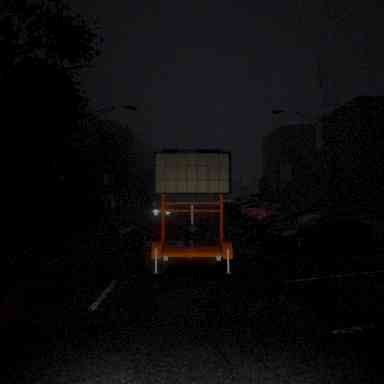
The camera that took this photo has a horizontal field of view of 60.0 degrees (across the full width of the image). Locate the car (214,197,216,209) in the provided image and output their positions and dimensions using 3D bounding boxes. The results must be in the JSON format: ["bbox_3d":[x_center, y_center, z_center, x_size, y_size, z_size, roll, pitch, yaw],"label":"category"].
[{"bbox_3d":[5.217,1.503,31.754,5.366,1.575,1.946,1,0,-20],"label":"car"}]

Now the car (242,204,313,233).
[{"bbox_3d":[5.301,1.518,16.800,4.792,1.488,2.163,1,0,-20],"label":"car"}]

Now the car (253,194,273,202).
[{"bbox_3d":[18.531,1.464,86.853,2.435,2.045,5.566,0,0,-21],"label":"car"}]

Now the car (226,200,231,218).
[{"bbox_3d":[5.360,1.539,25.818,4.674,1.452,2.002,1,0,-20],"label":"car"}]

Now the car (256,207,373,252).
[{"bbox_3d":[5.322,1.528,13.808,4.674,1.452,2.002,1,0,-20],"label":"car"}]

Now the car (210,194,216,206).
[{"bbox_3d":[5.398,1.271,37.813,5.566,2.045,2.435,1,0,-20],"label":"car"}]

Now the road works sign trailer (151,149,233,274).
[{"bbox_3d":[0.007,0.465,10.537,2.380,3.560,2.880,0,0,0],"label":"road works sign trailer"}]

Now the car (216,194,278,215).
[{"bbox_3d":[5.367,1.252,28.796,5.566,2.045,2.435,1,0,-20],"label":"car"}]

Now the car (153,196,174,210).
[{"bbox_3d":[-4.009,1.410,44.984,2.097,1.767,4.553,0,0,0],"label":"car"}]

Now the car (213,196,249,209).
[{"bbox_3d":[5.430,1.424,46.828,4.553,1.767,2.185,1,0,-20],"label":"car"}]

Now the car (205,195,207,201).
[{"bbox_3d":[5.536,1.392,70.886,5.566,2.045,2.435,1,0,-20],"label":"car"}]

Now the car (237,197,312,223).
[{"bbox_3d":[5.372,1.366,19.820,4.553,1.767,2.185,1,0,-20],"label":"car"}]

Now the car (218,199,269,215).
[{"bbox_3d":[5.377,1.545,34.811,4.792,1.488,2.163,1,0,-20],"label":"car"}]

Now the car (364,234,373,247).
[{"bbox_3d":[5.313,1.487,4.808,4.892,1.521,2.231,1,0,-20],"label":"car"}]

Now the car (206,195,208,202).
[{"bbox_3d":[5.486,1.584,55.848,5.008,1.535,2.097,1,-1,-20],"label":"car"}]

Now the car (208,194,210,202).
[{"bbox_3d":[5.518,1.447,52.845,4.553,1.767,2.185,1,0,-20],"label":"car"}]

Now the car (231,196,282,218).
[{"bbox_3d":[5.384,1.369,22.821,4.553,1.767,2.185,1,0,-20],"label":"car"}]

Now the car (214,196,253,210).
[{"bbox_3d":[5.417,1.414,43.827,4.553,1.767,2.185,1,0,-20],"label":"car"}]

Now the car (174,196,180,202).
[{"bbox_3d":[-3.829,1.651,75.085,1.882,1.535,5.008,0,0,1],"label":"car"}]
